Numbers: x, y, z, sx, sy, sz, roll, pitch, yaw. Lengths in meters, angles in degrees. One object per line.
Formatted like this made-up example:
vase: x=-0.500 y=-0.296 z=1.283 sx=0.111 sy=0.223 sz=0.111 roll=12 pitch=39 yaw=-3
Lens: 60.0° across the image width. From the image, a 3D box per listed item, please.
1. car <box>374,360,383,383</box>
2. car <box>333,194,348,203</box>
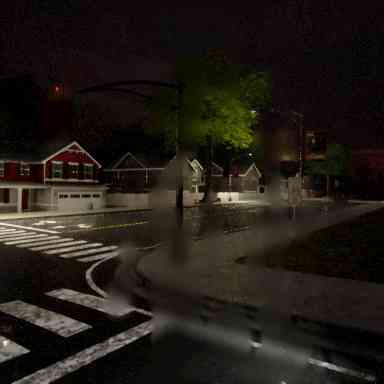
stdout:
car: x=3.380 y=1.506 z=1.268 sx=4.892 sy=1.490 sz=1.837 roll=0 pitch=0 yaw=36
car: x=28.056 y=1.207 z=62.697 sx=2.128 sy=1.511 sz=4.902 roll=1 pitch=0 yaw=36
